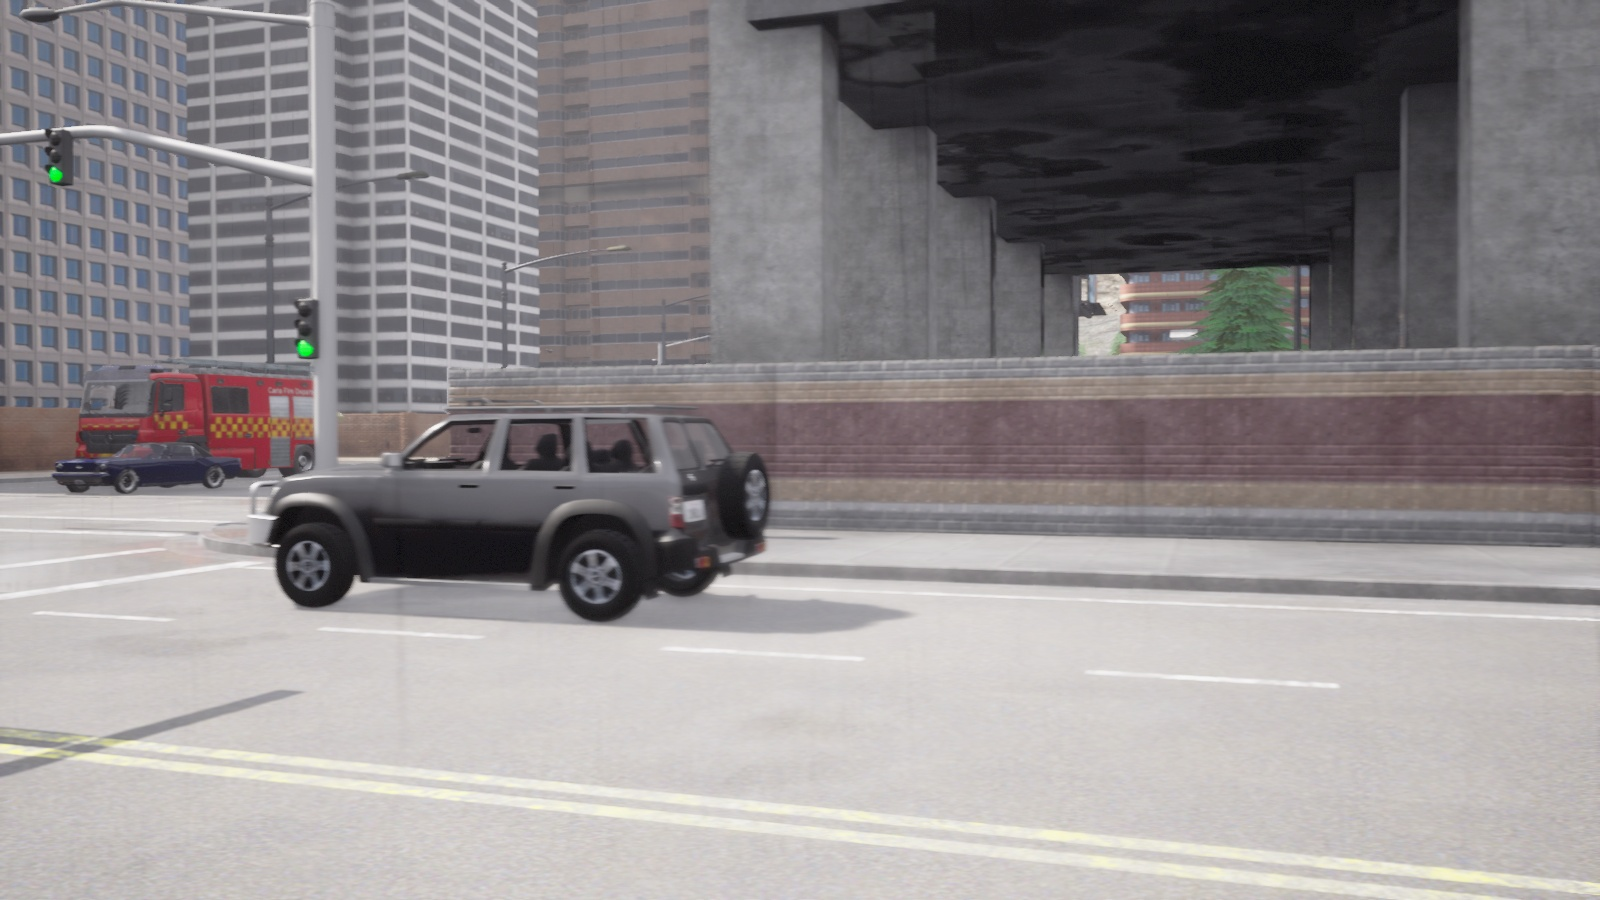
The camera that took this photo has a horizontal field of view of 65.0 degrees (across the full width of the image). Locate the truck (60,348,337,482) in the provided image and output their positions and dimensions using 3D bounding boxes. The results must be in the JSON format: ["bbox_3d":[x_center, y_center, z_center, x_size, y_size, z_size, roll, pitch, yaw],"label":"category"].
[{"bbox_3d":[-18.924,-1.054,40.325,2.891,3.827,8.468,1,1,19],"label":"truck"}]

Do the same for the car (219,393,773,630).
[{"bbox_3d":[-2.745,0.449,11.495,4.605,1.855,1.932,1,1,19],"label":"car"}]

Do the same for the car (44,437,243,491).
[{"bbox_3d":[-17.506,0.321,33.757,1.895,1.301,4.718,1,1,19],"label":"car"}]
